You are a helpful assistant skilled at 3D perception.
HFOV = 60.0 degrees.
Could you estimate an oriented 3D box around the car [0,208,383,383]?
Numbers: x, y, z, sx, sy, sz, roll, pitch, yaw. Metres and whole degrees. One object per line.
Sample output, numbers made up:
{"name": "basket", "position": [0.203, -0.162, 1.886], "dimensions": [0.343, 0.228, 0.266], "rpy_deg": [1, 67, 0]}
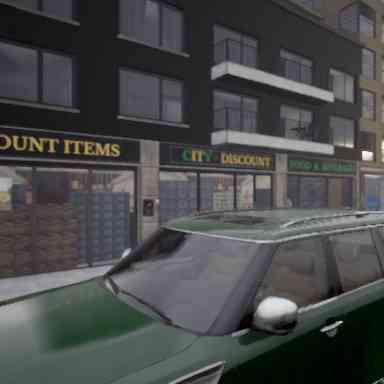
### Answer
{"name": "car", "position": [0.558, 1.236, 3.457], "dimensions": [5.566, 2.045, 2.150], "rpy_deg": [0, 0, -35]}
